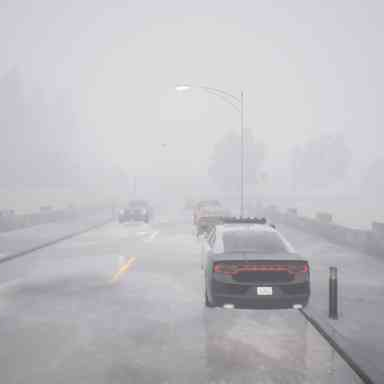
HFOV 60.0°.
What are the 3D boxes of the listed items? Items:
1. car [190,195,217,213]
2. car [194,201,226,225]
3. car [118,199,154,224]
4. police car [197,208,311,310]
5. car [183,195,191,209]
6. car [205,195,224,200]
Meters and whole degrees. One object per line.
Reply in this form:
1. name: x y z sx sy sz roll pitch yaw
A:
1. car: 1.146 1.300 23.929 2.097 1.767 4.553 -3 0 0
2. car: 1.199 1.478 17.959 1.882 1.535 5.008 0 0 0
3. car: -4.102 1.352 24.989 2.097 1.767 4.553 0 0 0
4. police car: 1.200 1.425 8.069 1.930 1.638 5.238 0 0 0
5. car: 0.012 1.492 44.786 2.128 1.511 4.902 0 0 1
6. car: 6.310 1.456 93.406 5.357 1.415 2.033 0 0 -40
